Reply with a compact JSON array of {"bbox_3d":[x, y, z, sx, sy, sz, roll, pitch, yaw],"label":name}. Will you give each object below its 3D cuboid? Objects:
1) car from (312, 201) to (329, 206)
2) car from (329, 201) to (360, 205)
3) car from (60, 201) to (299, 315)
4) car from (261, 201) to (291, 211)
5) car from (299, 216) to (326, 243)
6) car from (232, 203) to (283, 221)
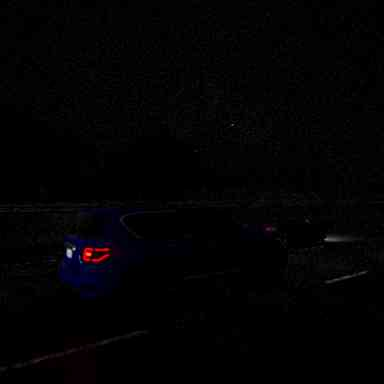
[{"bbox_3d":[19.192,2.050,48.167,4.181,1.385,1.994,1,-1,-36],"label":"car"},{"bbox_3d":[21.358,1.977,45.420,4.892,1.490,1.837,2,-1,-36],"label":"car"},{"bbox_3d":[-0.167,1.288,7.943,5.566,2.045,2.150,0,-1,-36],"label":"car"},{"bbox_3d":[11.958,1.982,47.261,4.181,1.385,1.994,1,-1,-36],"label":"car"},{"bbox_3d":[4.415,1.697,15.605,4.181,1.385,1.994,0,-1,-36],"label":"car"},{"bbox_3d":[5.963,1.763,29.947,4.674,1.442,1.812,0,-1,-36],"label":"car"}]
